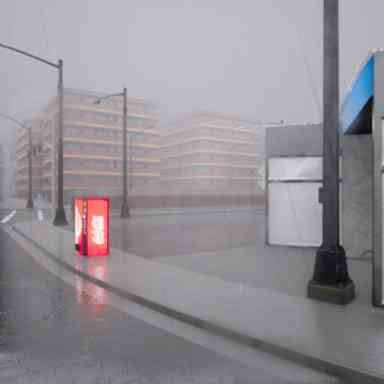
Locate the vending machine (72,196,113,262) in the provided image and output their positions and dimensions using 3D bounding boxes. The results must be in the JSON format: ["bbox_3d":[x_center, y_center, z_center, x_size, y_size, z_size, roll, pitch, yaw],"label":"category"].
[{"bbox_3d":[-3.387,1.187,11.293,1.100,2.100,0.880,0,0,-36],"label":"vending machine"}]
